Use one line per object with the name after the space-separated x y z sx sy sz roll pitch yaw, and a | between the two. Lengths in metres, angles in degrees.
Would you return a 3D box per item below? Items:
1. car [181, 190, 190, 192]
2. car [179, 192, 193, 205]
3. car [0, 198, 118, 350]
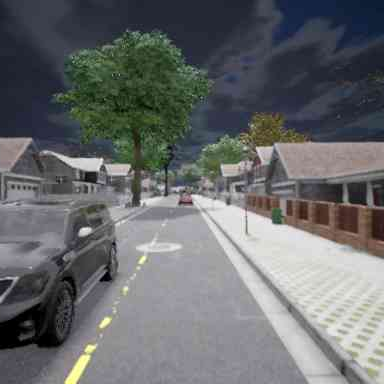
-1.249 0.570 63.970 2.150 2.045 5.566 -1 1 -1 | car
-0.855 1.060 47.181 1.994 1.385 4.181 -1 1 -1 | car
-2.955 1.179 6.549 2.150 2.045 5.566 -1 1 -1 | car
